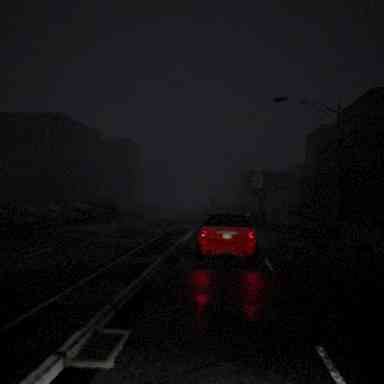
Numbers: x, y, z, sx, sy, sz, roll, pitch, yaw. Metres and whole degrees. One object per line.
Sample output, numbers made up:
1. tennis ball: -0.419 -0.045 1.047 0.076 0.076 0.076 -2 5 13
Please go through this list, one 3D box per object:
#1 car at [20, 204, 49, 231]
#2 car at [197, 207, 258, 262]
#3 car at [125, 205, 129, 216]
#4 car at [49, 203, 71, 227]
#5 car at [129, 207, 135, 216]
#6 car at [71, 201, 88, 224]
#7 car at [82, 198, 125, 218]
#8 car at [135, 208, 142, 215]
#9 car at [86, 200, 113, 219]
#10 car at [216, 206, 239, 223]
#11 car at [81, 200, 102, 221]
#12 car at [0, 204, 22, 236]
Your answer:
1. car: -11.218 1.533 19.068 4.792 1.488 2.163 1 -1 6
2. car: 1.403 1.535 13.210 2.097 1.767 4.553 1 -1 6
3. car: -9.600 1.773 35.524 4.553 1.767 2.185 1 -1 6
4. car: -10.984 1.561 21.814 4.892 1.521 2.231 1 -1 6
5. car: -9.370 2.017 38.264 4.674 1.452 2.002 1 -1 6
6. car: -10.715 1.621 24.557 4.892 1.521 2.231 1 -1 6
7. car: -9.926 1.572 32.792 5.566 2.045 2.435 1 -1 6
8. car: -8.912 2.059 40.990 5.366 1.575 1.946 1 -2 6
9. car: -10.176 1.752 30.041 5.008 1.535 2.097 1 -1 6
10. car: 3.555 2.181 33.023 2.033 1.411 5.357 1 -2 6
11. car: -10.435 1.684 27.298 5.008 1.535 2.097 1 -1 6
12. car: -11.521 1.450 16.330 5.008 1.535 2.097 1 -1 6
